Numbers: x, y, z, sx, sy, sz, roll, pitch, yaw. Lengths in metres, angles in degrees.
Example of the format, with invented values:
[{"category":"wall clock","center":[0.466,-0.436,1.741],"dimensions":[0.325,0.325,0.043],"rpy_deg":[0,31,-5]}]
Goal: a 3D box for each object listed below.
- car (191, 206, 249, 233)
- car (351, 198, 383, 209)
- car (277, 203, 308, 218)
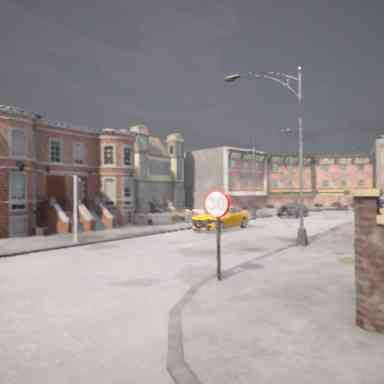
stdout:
[{"category":"car","center":[1.861,1.632,21.219],"dimensions":[1.882,1.535,5.008],"rpy_deg":[-1,-1,36]},{"category":"car","center":[22.807,1.585,41.953],"dimensions":[5.008,1.535,1.882],"rpy_deg":[-1,0,3]},{"category":"car","center":[9.787,1.722,32.298],"dimensions":[1.994,1.385,4.181],"rpy_deg":[-1,0,36]}]
